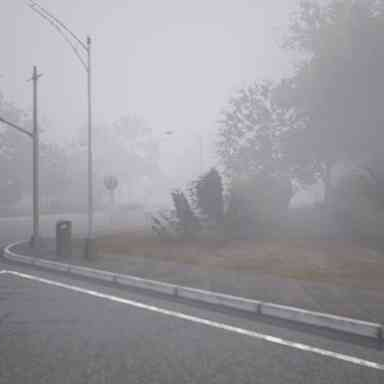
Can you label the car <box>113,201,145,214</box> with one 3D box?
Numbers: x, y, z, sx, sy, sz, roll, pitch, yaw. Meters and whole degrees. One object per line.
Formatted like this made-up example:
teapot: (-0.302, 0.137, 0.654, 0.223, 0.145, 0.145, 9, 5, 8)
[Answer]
car: (-7.924, 1.862, 41.194, 2.128, 1.511, 4.902, -1, 0, 32)
